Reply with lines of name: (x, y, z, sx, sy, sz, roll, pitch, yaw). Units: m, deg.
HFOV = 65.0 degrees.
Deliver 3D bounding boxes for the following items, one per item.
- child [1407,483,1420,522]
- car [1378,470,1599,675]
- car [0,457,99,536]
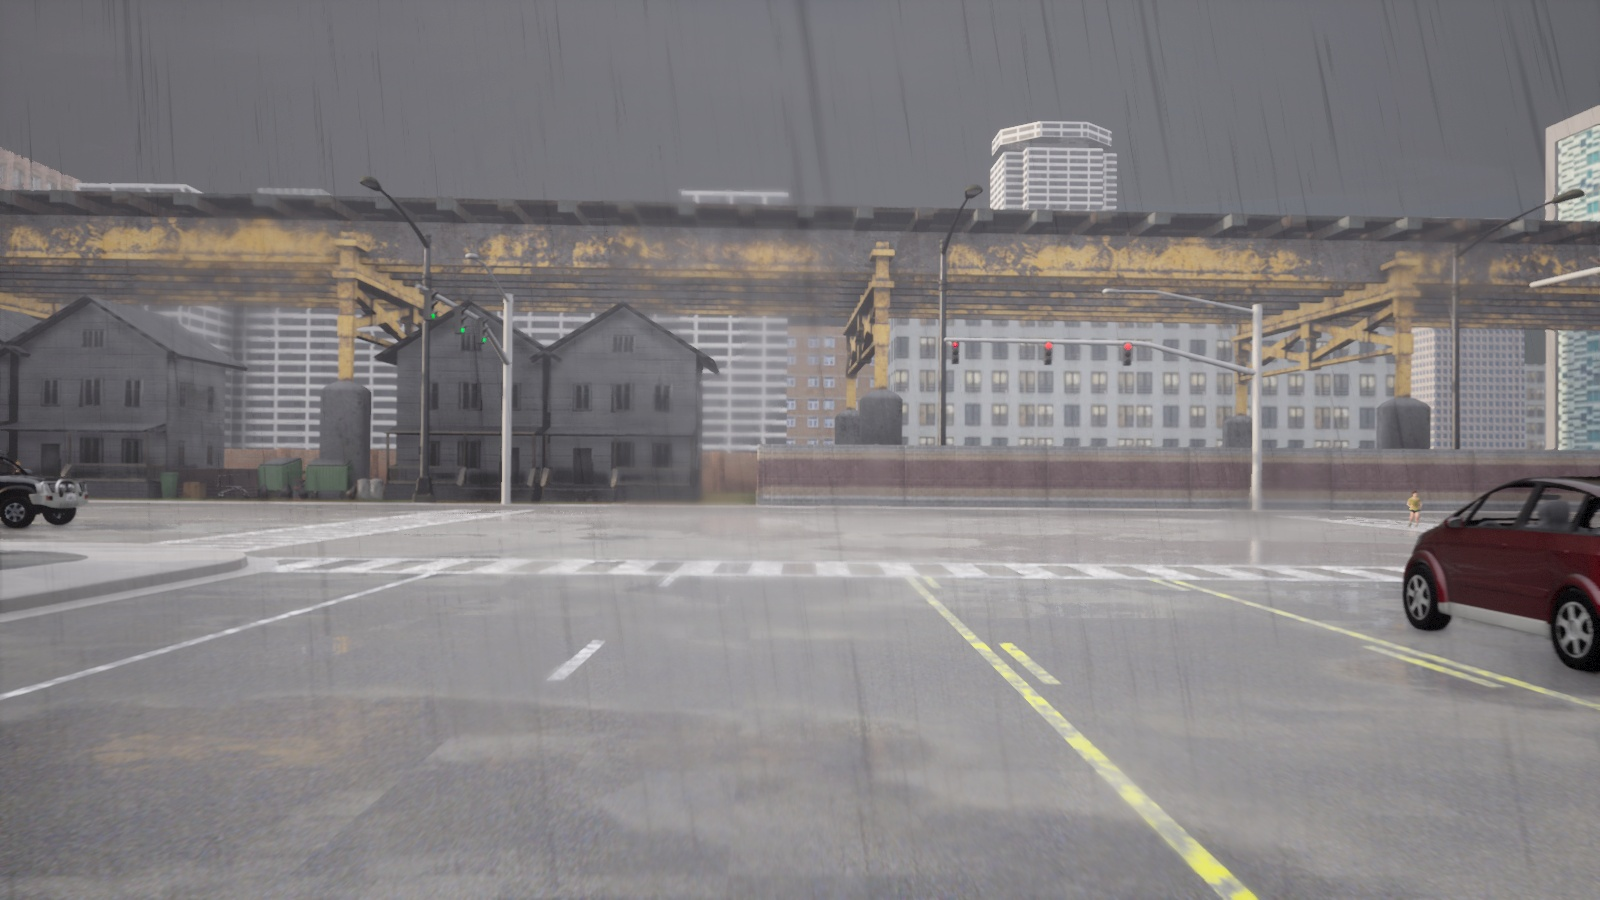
child: (17.718, 1.523, 36.278, 0.255, 1.110, 0.394, 0, -1, 15)
car: (6.974, 0.962, 11.334, 1.789, 1.549, 3.705, 0, -1, 0)
car: (-19.982, 1.118, 30.693, 4.605, 1.855, 1.932, 0, -1, 0)
